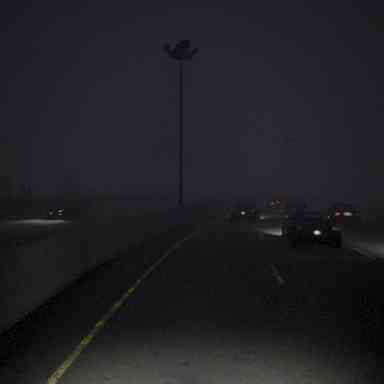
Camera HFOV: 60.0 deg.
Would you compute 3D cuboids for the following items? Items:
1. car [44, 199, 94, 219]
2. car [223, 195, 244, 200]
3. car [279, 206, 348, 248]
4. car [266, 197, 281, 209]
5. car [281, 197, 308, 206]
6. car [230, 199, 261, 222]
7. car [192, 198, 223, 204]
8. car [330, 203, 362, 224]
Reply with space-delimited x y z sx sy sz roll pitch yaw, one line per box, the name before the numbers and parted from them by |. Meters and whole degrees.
car | -10.053 1.363 27.536 1.837 1.490 4.892 0 0 16
car | 6.498 1.314 55.917 1.812 1.442 4.674 0 0 33
car | 5.134 1.518 14.690 1.994 1.385 4.181 0 0 10
car | 10.678 1.362 41.826 2.163 1.488 4.792 0 0 27
car | 10.036 1.375 31.996 1.882 1.535 5.008 0 0 21
car | 4.220 1.470 25.862 1.994 1.385 4.181 0 0 16
car | 1.604 1.390 39.548 2.033 1.411 5.357 0 0 24
car | 10.879 1.479 24.070 2.033 1.411 5.357 0 0 17
